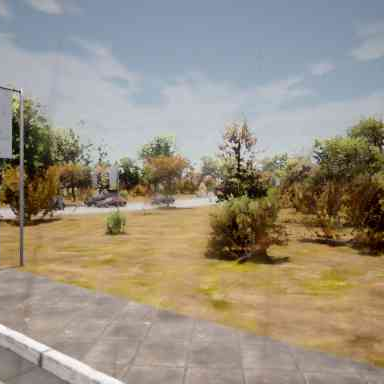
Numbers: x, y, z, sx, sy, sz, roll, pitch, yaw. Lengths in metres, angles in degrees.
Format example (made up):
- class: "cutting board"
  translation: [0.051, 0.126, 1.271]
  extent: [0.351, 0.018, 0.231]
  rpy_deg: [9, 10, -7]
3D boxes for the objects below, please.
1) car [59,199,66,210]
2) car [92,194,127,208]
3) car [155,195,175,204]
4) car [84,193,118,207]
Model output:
- class: "car"
  translation: [-17.695, 1.347, 39.941]
  extent: [2.097, 1.767, 4.553]
  rpy_deg: [0, 0, 39]
- class: "car"
  translation: [-11.451, 1.466, 47.708]
  extent: [1.812, 1.442, 4.674]
  rpy_deg: [0, 0, 38]
- class: "car"
  translation: [-4.933, 1.302, 55.817]
  extent: [2.128, 1.511, 4.902]
  rpy_deg: [0, 1, 39]
- class: "car"
  translation: [-13.579, 1.153, 50.657]
  extent: [2.150, 2.045, 5.566]
  rpy_deg: [0, 1, 39]
